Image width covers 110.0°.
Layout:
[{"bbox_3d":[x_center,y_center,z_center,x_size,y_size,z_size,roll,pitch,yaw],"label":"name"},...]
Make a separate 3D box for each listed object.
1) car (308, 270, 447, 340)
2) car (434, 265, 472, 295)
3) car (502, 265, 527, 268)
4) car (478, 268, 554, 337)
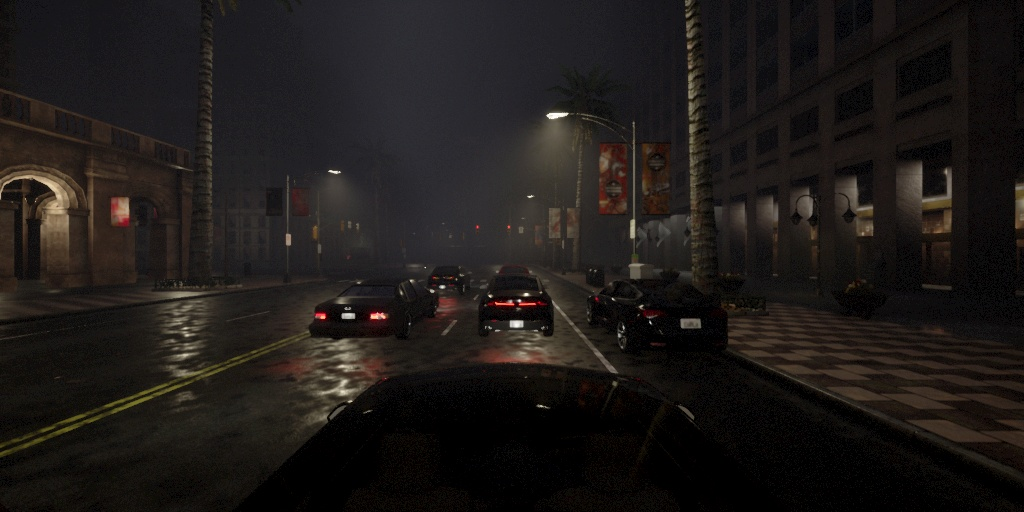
[{"bbox_3d":[-3.393,1.297,9.966,2.033,1.411,5.357,0,0,0],"label":"car"},{"bbox_3d":[-3.384,1.254,19.855,1.837,1.490,4.892,0,0,0],"label":"car"},{"bbox_3d":[0.111,1.226,19.796,1.882,1.535,5.008,0,0,0],"label":"car"},{"bbox_3d":[0.097,1.253,10.346,1.837,1.490,4.892,0,0,0],"label":"car"}]
